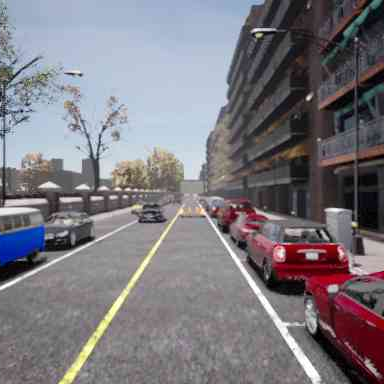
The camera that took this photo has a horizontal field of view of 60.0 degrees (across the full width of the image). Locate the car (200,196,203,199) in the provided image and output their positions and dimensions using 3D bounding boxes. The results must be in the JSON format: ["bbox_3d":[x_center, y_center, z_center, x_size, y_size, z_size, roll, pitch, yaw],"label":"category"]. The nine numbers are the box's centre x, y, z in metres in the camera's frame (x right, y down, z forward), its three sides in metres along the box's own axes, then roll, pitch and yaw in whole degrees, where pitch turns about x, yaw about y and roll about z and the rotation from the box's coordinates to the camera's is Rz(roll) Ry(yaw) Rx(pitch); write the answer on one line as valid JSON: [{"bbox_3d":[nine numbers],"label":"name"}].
[{"bbox_3d":[2.680,1.756,54.443,1.887,1.381,4.507,0,0,0],"label":"car"}]

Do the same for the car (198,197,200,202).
[{"bbox_3d":[2.674,1.903,76.961,1.802,1.307,4.206,0,0,0],"label":"car"}]

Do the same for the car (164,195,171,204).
[{"bbox_3d":[-5.703,1.805,65.701,1.887,1.381,4.507,0,0,0],"label":"car"}]

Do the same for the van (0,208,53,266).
[{"bbox_3d":[-5.691,1.373,9.399,1.690,1.788,3.998,0,0,0],"label":"van"}]

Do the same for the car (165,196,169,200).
[{"bbox_3d":[-5.702,1.817,60.073,1.802,1.307,4.206,0,0,0],"label":"car"}]

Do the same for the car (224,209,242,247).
[{"bbox_3d":[2.688,1.634,15.031,1.802,1.307,4.206,0,0,0],"label":"car"}]

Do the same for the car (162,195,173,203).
[{"bbox_3d":[-5.706,1.636,76.961,2.192,1.841,5.009,0,0,0],"label":"car"}]

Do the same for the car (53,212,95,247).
[{"bbox_3d":[-5.692,1.603,15.029,2.008,1.369,4.403,0,0,0],"label":"car"}]

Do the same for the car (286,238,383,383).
[{"bbox_3d":[2.690,1.557,3.771,1.887,1.381,4.507,0,0,0],"label":"car"}]

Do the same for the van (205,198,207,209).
[{"bbox_3d":[2.684,1.483,37.553,1.690,1.788,3.998,0,0,0],"label":"van"}]

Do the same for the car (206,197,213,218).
[{"bbox_3d":[2.684,1.559,31.921,1.967,1.590,4.097,0,0,0],"label":"car"}]

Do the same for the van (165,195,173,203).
[{"bbox_3d":[-5.707,1.694,82.592,1.690,1.788,3.998,0,0,0],"label":"van"}]

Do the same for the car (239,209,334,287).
[{"bbox_3d":[2.689,1.472,9.400,1.967,1.590,4.097,0,0,0],"label":"car"}]

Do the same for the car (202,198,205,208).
[{"bbox_3d":[2.682,1.731,43.182,1.947,1.339,4.313,0,0,0],"label":"car"}]

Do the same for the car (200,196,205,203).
[{"bbox_3d":[2.681,1.739,48.813,2.008,1.369,4.403,0,0,0],"label":"car"}]

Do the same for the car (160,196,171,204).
[{"bbox_3d":[-5.704,1.730,71.330,1.967,1.590,4.097,0,0,0],"label":"car"}]

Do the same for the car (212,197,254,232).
[{"bbox_3d":[2.687,1.388,20.661,2.192,1.841,5.009,0,0,0],"label":"car"}]

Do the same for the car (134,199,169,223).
[{"bbox_3d":[-3.103,1.601,26.357,1.837,1.490,4.892,0,0,0],"label":"car"}]

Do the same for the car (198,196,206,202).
[{"bbox_3d":[2.672,1.824,88.223,1.967,1.590,4.097,0,0,0],"label":"car"}]

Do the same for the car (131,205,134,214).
[{"bbox_3d":[-5.697,1.667,37.380,1.752,1.417,4.829,0,0,0],"label":"car"}]

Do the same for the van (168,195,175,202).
[{"bbox_3d":[-5.710,1.756,93.853,1.690,1.788,3.998,0,0,0],"label":"van"}]

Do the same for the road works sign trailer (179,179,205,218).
[{"bbox_3d":[-0.007,0.581,31.375,2.380,3.560,2.880,0,0,0],"label":"road works sign trailer"}]

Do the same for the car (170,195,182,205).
[{"bbox_3d":[-3.017,1.750,67.245,1.837,1.490,4.892,0,0,0],"label":"car"}]

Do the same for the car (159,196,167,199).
[{"bbox_3d":[-5.700,1.778,54.442,1.947,1.339,4.313,0,0,0],"label":"car"}]
